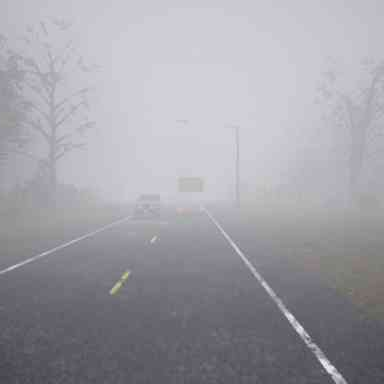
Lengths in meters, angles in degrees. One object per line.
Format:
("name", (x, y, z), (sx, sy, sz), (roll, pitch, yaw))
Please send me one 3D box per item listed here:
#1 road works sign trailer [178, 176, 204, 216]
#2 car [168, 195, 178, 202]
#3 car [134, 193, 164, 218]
("road works sign trailer", (-0.099, 0.361, 30.777), (2.380, 3.560, 2.880), (0, 0, 1))
("car", (-4.009, 1.284, 70.915), (1.812, 1.442, 4.674), (0, 0, -1))
("car", (-3.691, 1.124, 29.318), (2.150, 2.045, 5.566), (0, 0, 0))
